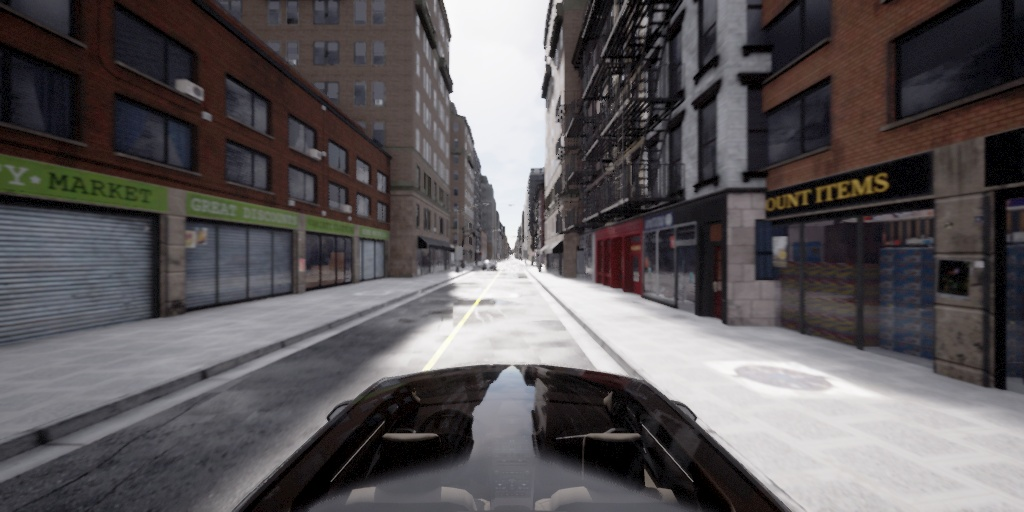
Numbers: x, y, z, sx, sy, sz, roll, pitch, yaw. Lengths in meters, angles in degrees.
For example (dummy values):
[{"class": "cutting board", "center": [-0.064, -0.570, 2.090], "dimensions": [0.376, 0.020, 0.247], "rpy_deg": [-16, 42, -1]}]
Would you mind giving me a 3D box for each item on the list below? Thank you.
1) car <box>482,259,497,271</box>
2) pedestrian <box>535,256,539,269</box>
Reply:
[{"class": "car", "center": [-3.010, 1.217, 48.220], "dimensions": [2.128, 1.511, 4.902], "rpy_deg": [0, 0, 0]}, {"class": "pedestrian", "center": [3.628, 0.865, 51.175], "dimensions": [0.375, 1.860, 0.375], "rpy_deg": [0, 0, 0]}]
